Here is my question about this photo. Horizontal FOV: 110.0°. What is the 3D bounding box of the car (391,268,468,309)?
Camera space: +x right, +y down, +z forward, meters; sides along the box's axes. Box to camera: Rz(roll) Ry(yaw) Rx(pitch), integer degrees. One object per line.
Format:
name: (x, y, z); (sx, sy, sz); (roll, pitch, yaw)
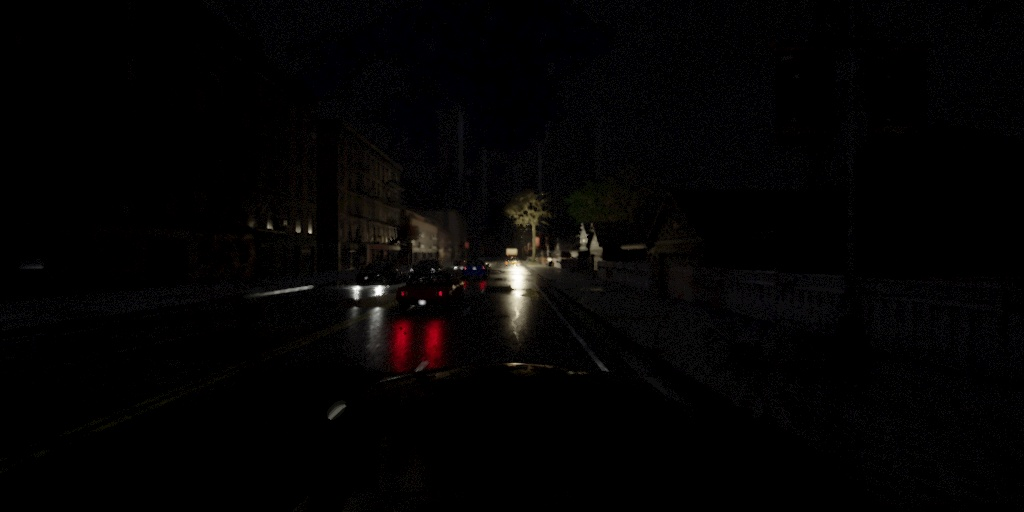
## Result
car: (-3.154, 1.342, 14.817); (1.895, 1.301, 4.718); (0, 0, 0)

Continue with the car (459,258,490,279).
car: (-3.161, 1.082, 32.248); (2.097, 1.767, 4.553); (0, 0, 0)

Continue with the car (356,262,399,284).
car: (-9.855, 1.238, 26.636); (1.837, 1.490, 4.892); (0, 0, 0)

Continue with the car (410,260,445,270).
car: (-6.603, 1.084, 28.178); (2.097, 1.767, 4.553); (0, 0, 0)
